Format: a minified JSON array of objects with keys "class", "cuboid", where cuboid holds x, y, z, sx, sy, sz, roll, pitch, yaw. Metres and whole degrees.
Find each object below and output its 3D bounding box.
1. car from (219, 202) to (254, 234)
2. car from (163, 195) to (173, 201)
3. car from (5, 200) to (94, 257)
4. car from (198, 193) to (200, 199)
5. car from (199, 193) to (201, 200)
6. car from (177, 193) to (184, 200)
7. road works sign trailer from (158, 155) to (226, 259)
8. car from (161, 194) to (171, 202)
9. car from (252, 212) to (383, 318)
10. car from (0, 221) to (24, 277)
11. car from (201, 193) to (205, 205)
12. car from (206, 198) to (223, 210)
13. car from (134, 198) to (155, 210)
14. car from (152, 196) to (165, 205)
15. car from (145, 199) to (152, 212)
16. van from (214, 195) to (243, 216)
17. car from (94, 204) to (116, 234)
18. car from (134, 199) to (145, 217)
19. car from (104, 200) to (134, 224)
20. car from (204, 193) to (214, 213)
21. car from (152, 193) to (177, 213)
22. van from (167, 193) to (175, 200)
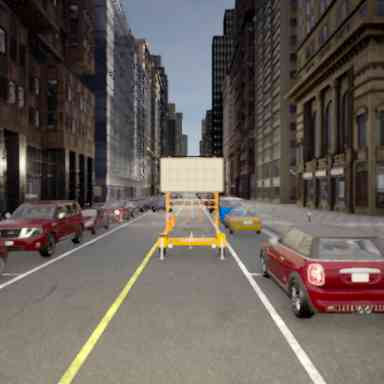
[{"class":"car","cuboid":[2.765,1.484,18.766,1.752,1.417,4.829,0,0,0]},{"class":"car","cuboid":[-5.748,1.401,80.206,1.887,1.381,4.507,0,0,0]},{"class":"car","cuboid":[-5.762,1.286,12.981,2.192,1.841,5.009,0,0,0]},{"class":"car","cuboid":[2.775,1.313,69.011,1.967,1.590,4.097,0,0,0]},{"class":"car","cuboid":[2.772,1.330,57.807,1.967,1.590,4.097,0,0,0]},{"class":"car","cuboid":[-2.983,1.128,78.045,1.837,1.490,4.892,0,0,0]},{"class":"road works sign trailer","cuboid":[0.003,0.436,12.434,2.380,3.560,2.880,0,0,0]},{"class":"car","cuboid":[-5.749,1.305,74.604,1.967,1.590,4.097,0,0,0]},{"class":"car","cuboid":[2.762,1.423,7.392,1.967,1.590,4.097,0,0,0]},{"class":"car","cuboid":[-5.763,1.565,7.379,1.802,1.307,4.206,0,0,0]},{"class":"car","cuboid":[2.770,1.222,46.604,2.192,1.841,5.009,0,0,0]},{"class":"car","cuboid":[2.769,1.498,41.003,1.802,1.307,4.206,0,0,0]},{"class":"car","cuboid":[-5.756,1.482,40.991,1.947,1.339,4.313,0,0,0]},{"class":"car","cuboid":[-5.753,1.434,57.798,1.887,1.381,4.507,0,0,0]},{"class":"car","cuboid":[-5.757,1.492,35.390,1.947,1.339,4.313,0,0,0]},{"class":"van","cuboid":[2.765,1.288,24.197,1.690,1.788,3.998,0,0,0]},{"class":"car","cuboid":[-5.760,1.541,18.584,1.802,1.307,4.206,0,0,0]},{"class":"car","cuboid":[-5.758,1.487,29.788,2.008,1.369,4.403,0,0,0]},{"class":"car","cuboid":[-5.760,1.388,24.185,1.967,1.590,4.097,0,0,0]},{"class":"car","cuboid":[2.767,1.241,35.400,2.192,1.841,5.009,0,0,0]},{"class":"car","cuboid":[-3.086,1.277,35.776,2.097,1.767,4.553,0,0,0]},{"class":"van","cuboid":[-5.746,1.181,91.411,1.690,1.788,3.998,0,0,0]}]
